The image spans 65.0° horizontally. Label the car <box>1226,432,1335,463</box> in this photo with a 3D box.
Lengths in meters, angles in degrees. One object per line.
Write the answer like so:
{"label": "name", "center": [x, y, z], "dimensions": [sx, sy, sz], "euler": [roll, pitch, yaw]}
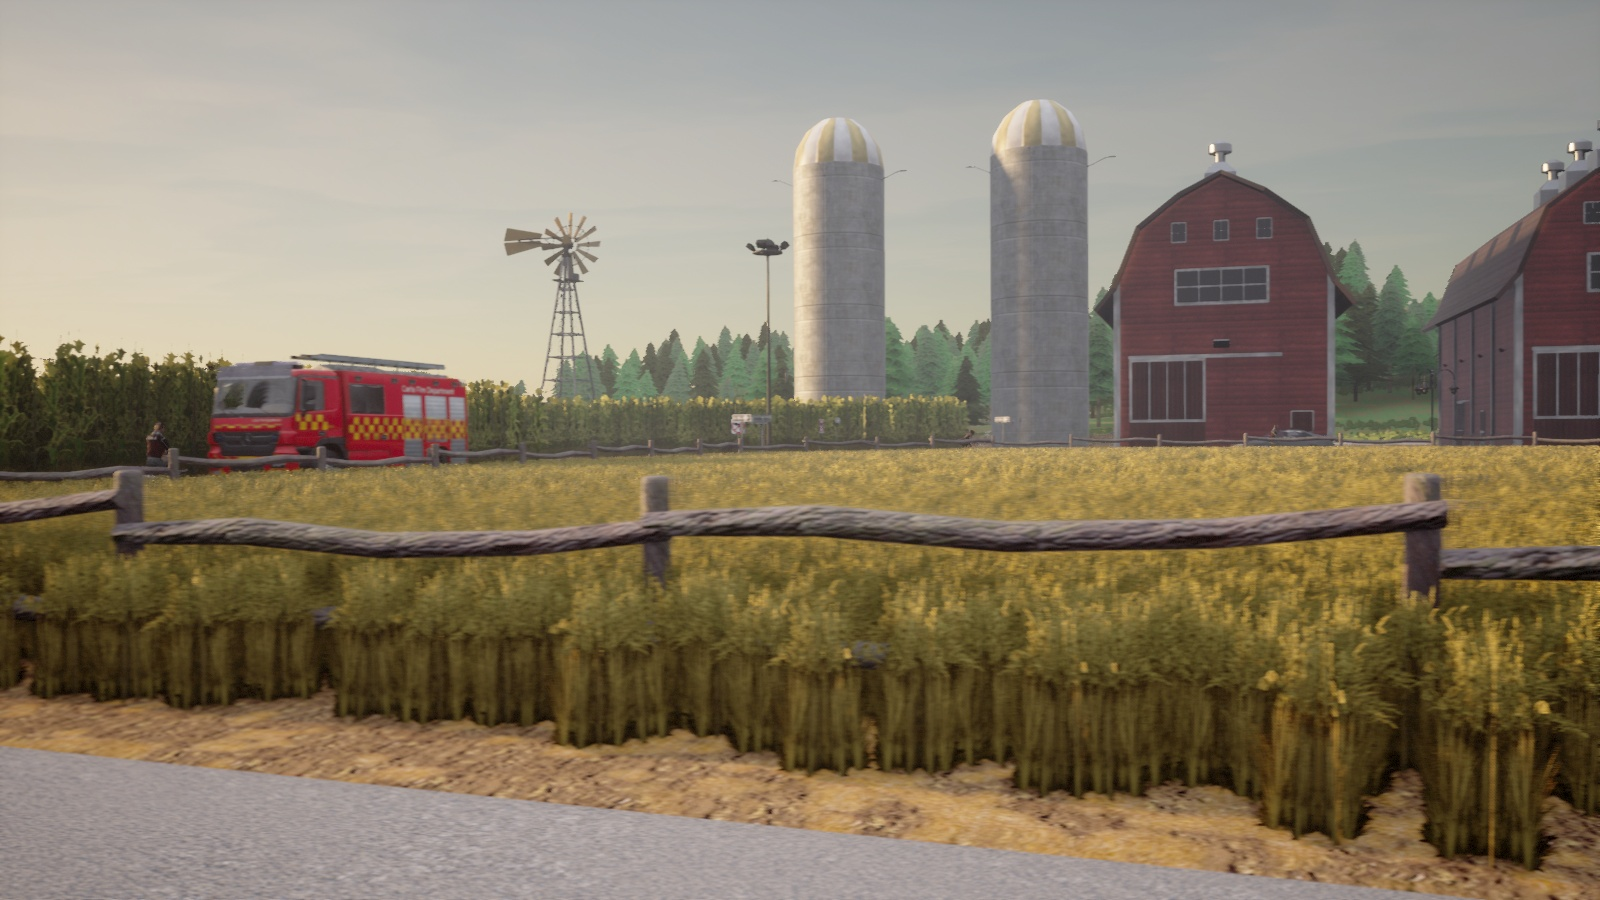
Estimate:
{"label": "car", "center": [24.041, -0.131, 63.003], "dimensions": [4.902, 1.511, 2.128], "euler": [0, 1, 15]}

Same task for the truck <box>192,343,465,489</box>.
{"label": "truck", "center": [-13.631, -0.923, 37.351], "dimensions": [2.891, 3.827, 8.468], "euler": [0, 1, 19]}
